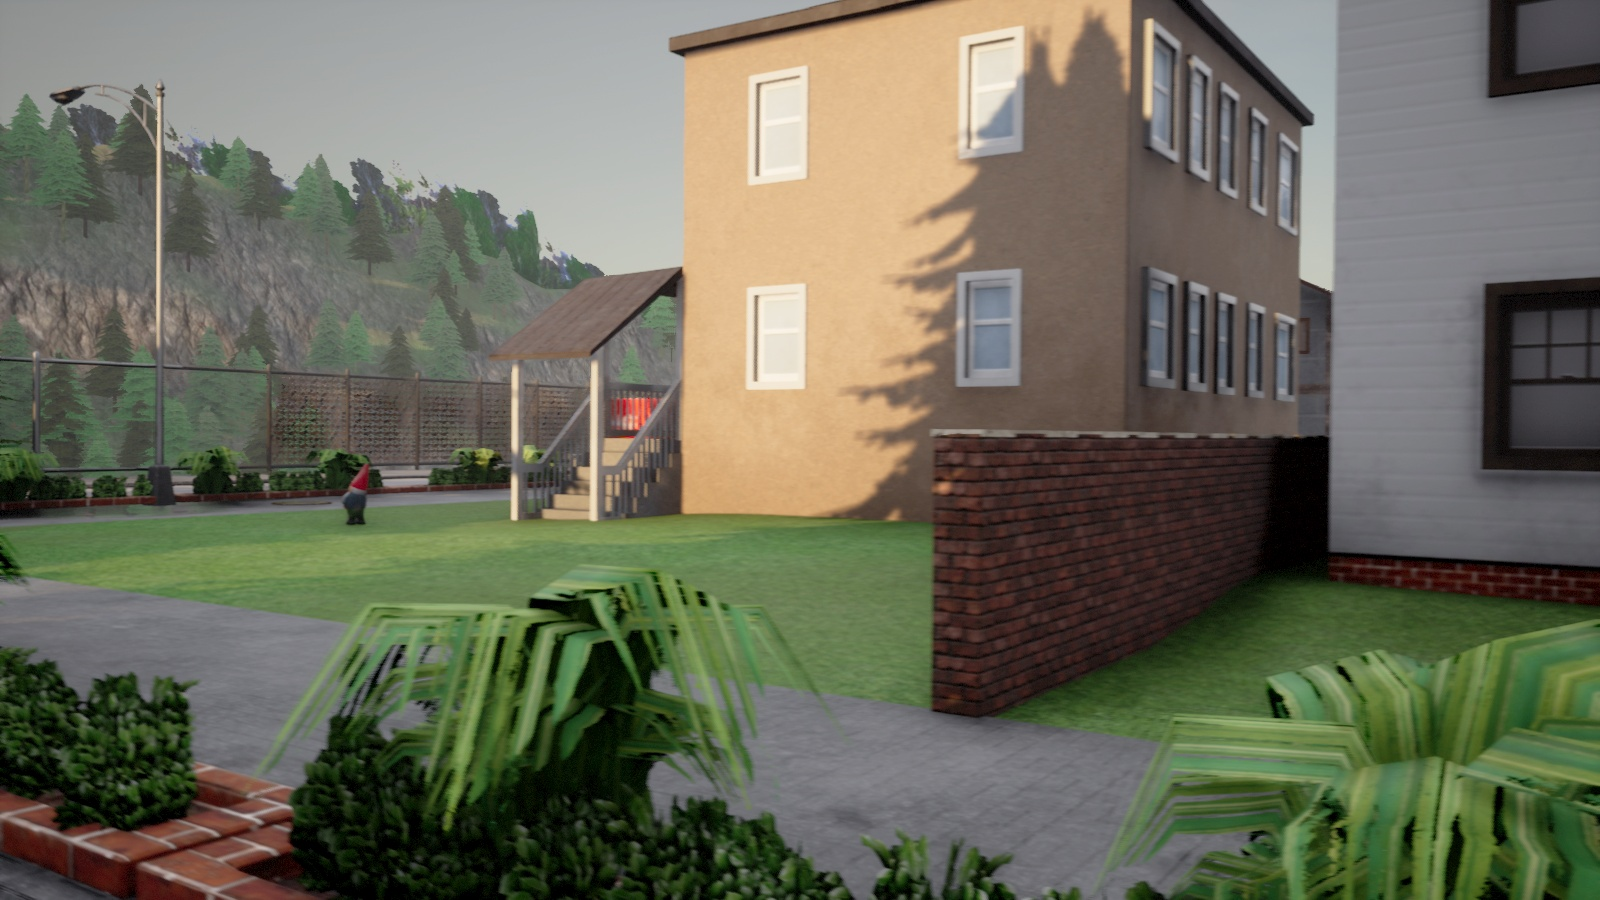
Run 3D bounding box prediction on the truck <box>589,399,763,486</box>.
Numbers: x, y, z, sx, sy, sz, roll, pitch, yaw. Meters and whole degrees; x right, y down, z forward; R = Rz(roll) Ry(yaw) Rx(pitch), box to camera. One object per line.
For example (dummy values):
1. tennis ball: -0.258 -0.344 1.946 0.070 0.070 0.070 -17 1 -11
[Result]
1. truck: -3.709 -0.248 38.589 2.627 2.467 5.204 0 1 34
